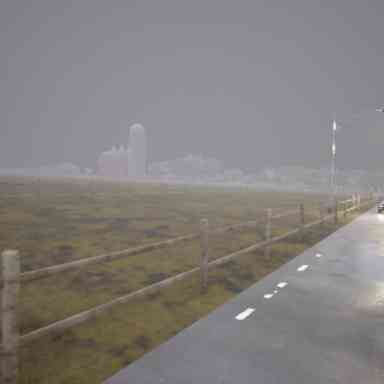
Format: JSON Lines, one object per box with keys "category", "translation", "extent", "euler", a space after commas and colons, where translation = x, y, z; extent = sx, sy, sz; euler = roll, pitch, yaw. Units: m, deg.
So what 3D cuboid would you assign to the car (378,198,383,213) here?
{"category": "car", "translation": [17.211, 1.084, 28.633], "extent": [2.033, 1.411, 5.357], "euler": [3, 2, 33]}
